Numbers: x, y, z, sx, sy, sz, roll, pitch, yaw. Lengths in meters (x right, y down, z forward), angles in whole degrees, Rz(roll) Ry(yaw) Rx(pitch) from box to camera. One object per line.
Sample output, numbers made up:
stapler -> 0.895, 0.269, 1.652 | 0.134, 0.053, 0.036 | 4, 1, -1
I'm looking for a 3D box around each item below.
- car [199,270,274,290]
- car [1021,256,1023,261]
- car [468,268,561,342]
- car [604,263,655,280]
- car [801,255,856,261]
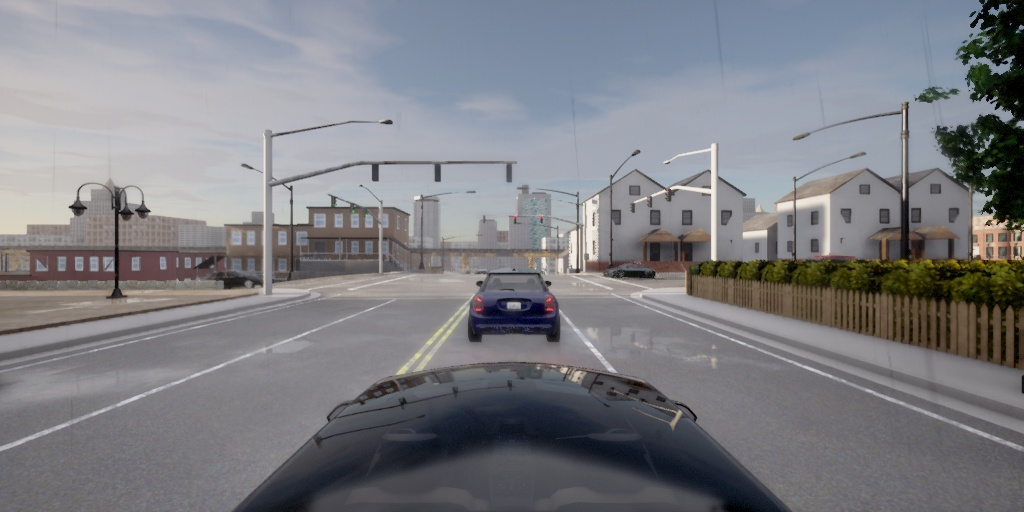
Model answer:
car -> -20.509, 1.784, 26.749 | 4.892, 1.490, 1.837 | -5, 0, -1
car -> 42.784, 0.966, 27.774 | 5.566, 2.045, 2.150 | 0, 0, -1
car -> 0.055, 1.100, 9.942 | 2.097, 1.767, 4.553 | 0, 0, 0
car -> 10.131, 1.309, 30.945 | 4.181, 1.385, 1.994 | 0, 0, -1
car -> 26.937, 0.965, 31.219 | 5.566, 2.045, 2.150 | 0, 0, -1
